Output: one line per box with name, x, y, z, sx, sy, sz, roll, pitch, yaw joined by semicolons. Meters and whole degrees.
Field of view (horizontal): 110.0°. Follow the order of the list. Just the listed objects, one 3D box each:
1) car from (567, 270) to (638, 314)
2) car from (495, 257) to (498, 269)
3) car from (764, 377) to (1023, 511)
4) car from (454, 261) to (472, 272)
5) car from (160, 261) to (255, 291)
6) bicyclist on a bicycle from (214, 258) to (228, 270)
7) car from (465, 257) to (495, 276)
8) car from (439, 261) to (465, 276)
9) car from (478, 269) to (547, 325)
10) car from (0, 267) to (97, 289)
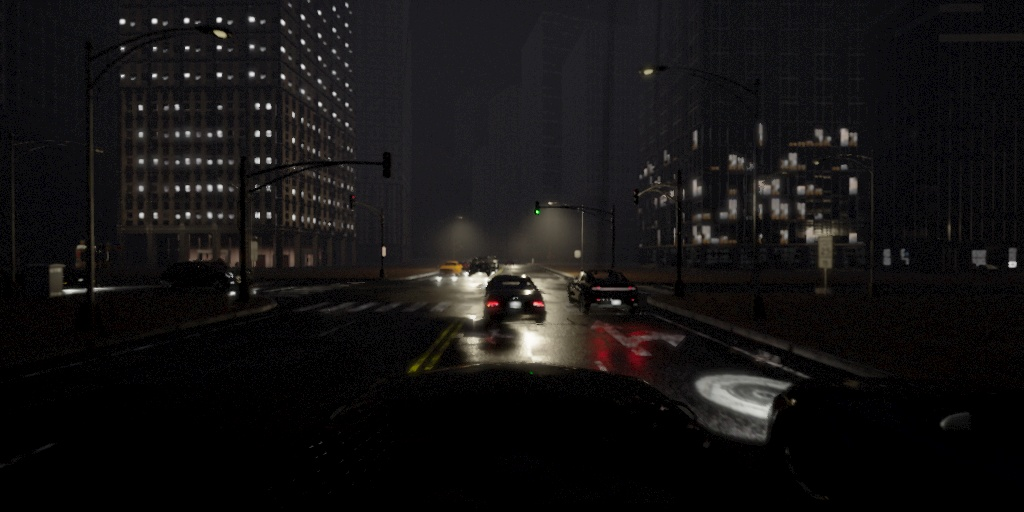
car;3.355;1.281;13.966;2.128;1.511;4.902;0;0;0
car;-3.335;1.222;48.619;2.097;1.767;4.553;0;0;0
car;3.342;1.314;1.630;1.994;1.385;4.181;0;0;1
car;-6.584;1.395;48.396;1.812;1.442;4.674;0;0;0
car;-18.208;1.096;21.587;4.553;1.767;2.097;0;0;1
bicyclist on a bicycle;-24.697;0.973;30.466;0.582;1.620;1.656;0;1;1
car;-3.339;1.074;38.665;2.150;2.045;5.566;0;0;0
car;-6.588;1.331;38.985;1.882;1.535;5.008;0;0;0
car;-0.047;1.330;11.937;2.033;1.411;5.357;0;0;-3
car;-28.149;1.261;21.820;4.181;1.385;1.994;0;0;2
